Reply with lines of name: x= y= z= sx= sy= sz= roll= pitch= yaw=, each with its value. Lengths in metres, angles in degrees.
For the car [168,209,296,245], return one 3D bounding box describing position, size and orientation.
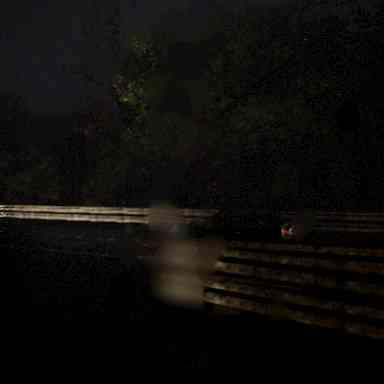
car: x=1.398 y=1.408 z=12.086 sx=4.553 sy=1.767 sz=2.097 roll=0 pitch=0 yaw=23
